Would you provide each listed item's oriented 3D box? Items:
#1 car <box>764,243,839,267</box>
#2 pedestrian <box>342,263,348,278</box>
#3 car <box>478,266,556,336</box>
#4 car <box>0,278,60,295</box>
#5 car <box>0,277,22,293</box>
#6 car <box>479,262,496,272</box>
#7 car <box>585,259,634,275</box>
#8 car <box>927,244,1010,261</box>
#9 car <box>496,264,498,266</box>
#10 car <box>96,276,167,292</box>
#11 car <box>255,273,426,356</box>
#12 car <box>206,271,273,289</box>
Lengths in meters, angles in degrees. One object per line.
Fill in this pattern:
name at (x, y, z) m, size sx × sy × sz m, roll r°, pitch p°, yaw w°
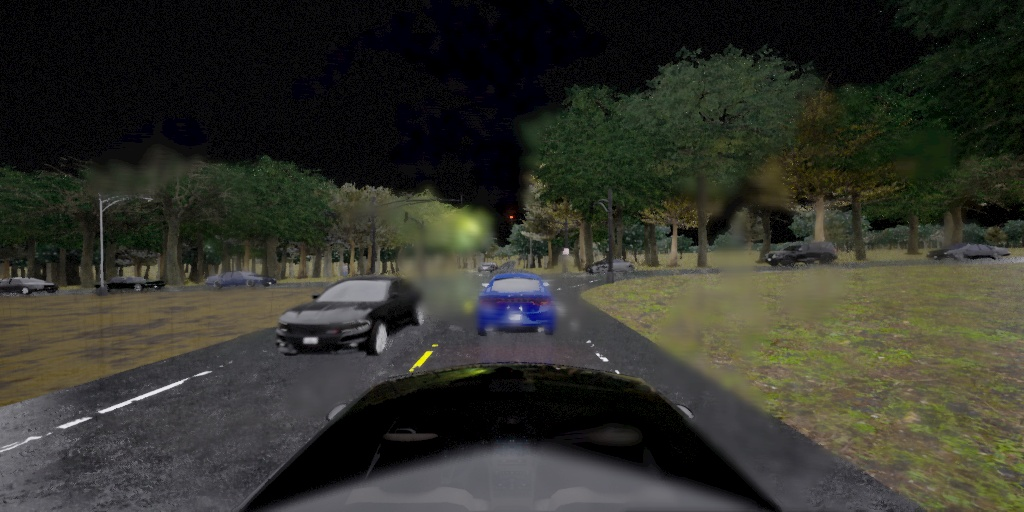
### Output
car at (26.219, -0.095, 32.574) m, size 5.566 × 2.045 × 2.150 m, roll -2°, pitch -1°, yaw 2°
pedestrian at (-17.861, 1.681, 38.404) m, size 0.375 × 1.860 × 0.375 m, roll 0°, pitch 1°, yaw 3°
car at (0.140, 1.233, 10.444) m, size 1.882 × 1.535 × 5.008 m, roll 0°, pitch 0°, yaw 1°
car at (-43.512, 2.674, 31.996) m, size 4.892 × 1.490 × 1.837 m, roll -2°, pitch -1°, yaw 3°
car at (-53.076, 2.980, 36.131) m, size 5.008 × 1.535 × 1.882 m, roll -2°, pitch -1°, yaw 2°
car at (-3.867, 1.679, 53.561) m, size 2.128 × 1.511 × 4.902 m, roll 0°, pitch -1°, yaw -1°
car at (8.660, 0.927, 31.903) m, size 4.181 × 1.385 × 1.994 m, roll -2°, pitch -1°, yaw -12°
car at (40.597, -0.323, 31.938) m, size 5.357 × 1.411 × 2.033 m, roll -2°, pitch -1°, yaw 3°
car at (-3.994, 1.847, 62.948) m, size 2.128 × 1.511 × 4.902 m, roll 0°, pitch -1°, yaw 0°
car at (-33.348, 2.439, 31.511) m, size 4.718 × 1.301 × 1.895 m, roll -2°, pitch -1°, yaw 3°
car at (-3.547, 1.232, 8.861) m, size 1.882 × 1.535 × 5.008 m, roll 0°, pitch 0°, yaw 1°
car at (-23.426, 2.049, 31.078) m, size 5.357 × 1.411 × 2.033 m, roll -2°, pitch -1°, yaw 6°
